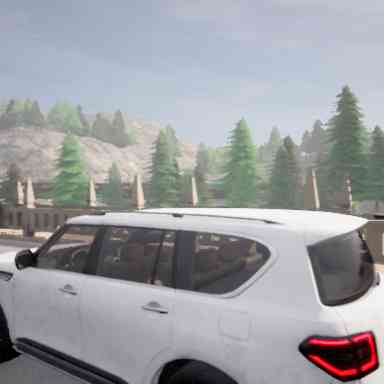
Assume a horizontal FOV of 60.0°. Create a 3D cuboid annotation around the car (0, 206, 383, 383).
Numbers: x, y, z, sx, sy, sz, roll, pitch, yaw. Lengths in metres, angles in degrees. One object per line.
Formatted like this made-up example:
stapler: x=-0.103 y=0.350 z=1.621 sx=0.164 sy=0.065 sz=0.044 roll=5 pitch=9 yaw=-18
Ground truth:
car: x=-0.591 y=1.208 z=4.192 sx=5.566 sy=2.045 sz=2.150 roll=0 pitch=0 yaw=34
